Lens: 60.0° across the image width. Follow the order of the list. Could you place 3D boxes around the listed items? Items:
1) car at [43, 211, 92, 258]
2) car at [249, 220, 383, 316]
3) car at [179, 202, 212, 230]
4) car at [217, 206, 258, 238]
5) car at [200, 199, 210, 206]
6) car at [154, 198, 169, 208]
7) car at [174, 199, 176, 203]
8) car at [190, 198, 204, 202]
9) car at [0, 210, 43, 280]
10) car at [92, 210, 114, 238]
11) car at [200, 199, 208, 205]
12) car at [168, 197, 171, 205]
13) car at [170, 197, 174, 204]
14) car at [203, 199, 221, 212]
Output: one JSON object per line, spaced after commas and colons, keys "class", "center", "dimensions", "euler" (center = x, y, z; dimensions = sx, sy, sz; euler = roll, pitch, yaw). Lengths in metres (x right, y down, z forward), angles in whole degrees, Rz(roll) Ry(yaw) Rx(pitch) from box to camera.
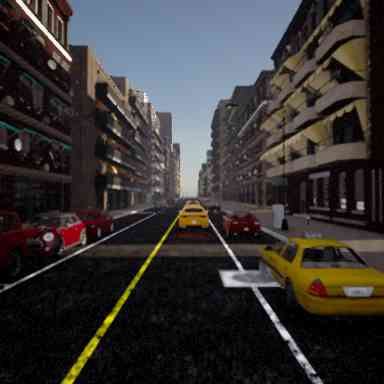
{"class": "car", "center": [-5.675, 1.574, 13.188], "dimensions": [1.967, 1.590, 4.097], "euler": [0, -1, 0]}
{"class": "car", "center": [2.700, 1.605, 7.709], "dimensions": [1.752, 1.417, 4.829], "euler": [0, -1, 0]}
{"class": "car", "center": [0.123, 1.708, 22.806], "dimensions": [1.882, 1.535, 5.008], "euler": [0, 0, 0]}
{"class": "car", "center": [2.712, 1.735, 18.811], "dimensions": [1.887, 1.381, 4.507], "euler": [0, -1, 0]}
{"class": "car", "center": [2.767, 2.260, 69.534], "dimensions": [1.947, 1.339, 4.313], "euler": [0, -1, 0]}
{"class": "car", "center": [-5.626, 2.133, 58.275], "dimensions": [2.008, 1.369, 4.403], "euler": [0, -1, 0]}
{"class": "car", "center": [-5.594, 2.176, 86.458], "dimensions": [2.192, 1.841, 5.009], "euler": [0, -1, 0]}
{"class": "car", "center": [0.144, 1.897, 41.726], "dimensions": [1.882, 1.535, 5.008], "euler": [0, -1, 0]}
{"class": "car", "center": [-5.680, 1.392, 7.554], "dimensions": [2.192, 1.841, 5.009], "euler": [0, -1, 0]}
{"class": "car", "center": [-5.669, 1.735, 18.824], "dimensions": [1.887, 1.381, 4.507], "euler": [0, -1, 0]}
{"class": "car", "center": [2.779, 2.388, 80.806], "dimensions": [1.802, 1.307, 4.206], "euler": [0, -1, 0]}
{"class": "car", "center": [-5.620, 2.189, 63.911], "dimensions": [2.008, 1.369, 4.403], "euler": [0, -1, 0]}
{"class": "car", "center": [-5.607, 2.294, 75.183], "dimensions": [1.887, 1.381, 4.507], "euler": [0, -1, 0]}
{"class": "car", "center": [2.736, 1.966, 41.354], "dimensions": [2.008, 1.369, 4.403], "euler": [0, -1, 0]}
